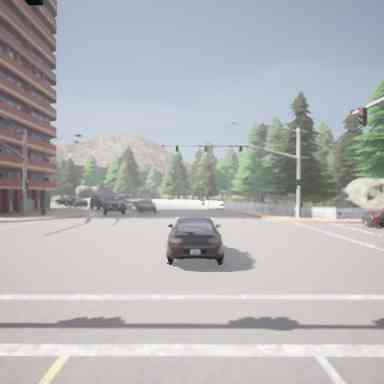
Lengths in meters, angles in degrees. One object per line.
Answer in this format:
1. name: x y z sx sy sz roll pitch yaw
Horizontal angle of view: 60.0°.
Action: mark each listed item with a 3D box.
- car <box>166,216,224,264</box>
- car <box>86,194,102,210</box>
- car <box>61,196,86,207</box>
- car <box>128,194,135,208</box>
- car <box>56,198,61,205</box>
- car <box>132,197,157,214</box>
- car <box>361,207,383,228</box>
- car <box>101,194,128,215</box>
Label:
1. car: 0.096 1.604 12.055 1.812 1.442 4.674 0 0 0
2. car: -12.374 1.357 45.617 2.150 2.045 5.566 0 0 -32
3. car: -18.509 1.510 53.423 4.553 1.767 2.097 0 0 43
4. car: -9.003 1.360 46.728 2.150 2.045 5.566 0 0 -31
5. car: -22.899 1.685 61.039 4.892 1.490 1.837 0 0 31
6. car: -5.271 1.618 37.948 1.837 1.490 4.892 0 0 -17
7. car: 13.962 1.475 22.431 4.553 1.767 2.097 0 0 0
8. car: -8.418 1.329 36.034 2.150 2.045 5.566 0 0 -15
